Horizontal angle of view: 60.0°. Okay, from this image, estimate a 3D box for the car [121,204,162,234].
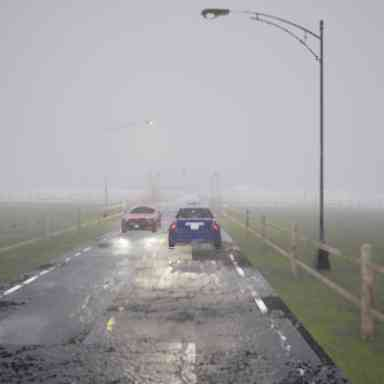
[{"bbox_3d":[-2.845,1.479,19.617,1.882,1.535,5.008,0,0,0],"label":"car"}]

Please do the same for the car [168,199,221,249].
[{"bbox_3d":[0.104,1.352,14.782,2.097,1.767,4.553,0,0,0],"label":"car"}]

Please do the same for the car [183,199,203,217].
[{"bbox_3d":[0.112,1.510,32.939,1.837,1.490,4.892,0,0,0],"label":"car"}]
